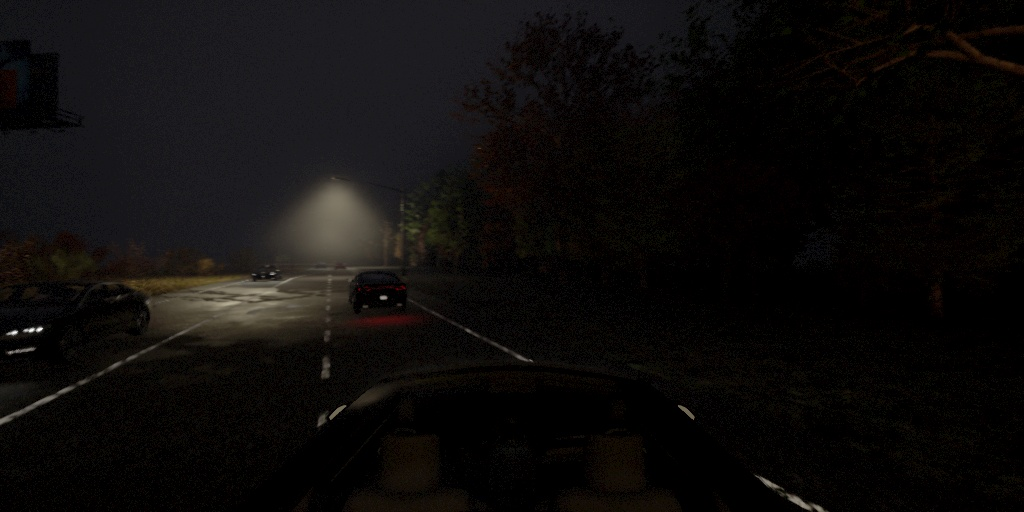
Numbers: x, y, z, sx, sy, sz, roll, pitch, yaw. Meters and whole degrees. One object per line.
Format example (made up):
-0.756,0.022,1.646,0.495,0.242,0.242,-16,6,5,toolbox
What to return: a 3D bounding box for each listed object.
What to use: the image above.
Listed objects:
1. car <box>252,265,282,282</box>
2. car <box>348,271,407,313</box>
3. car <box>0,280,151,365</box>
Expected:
-22.797,1.581,33.510,1.837,1.490,4.892,0,0,-26,car
-5.699,1.358,15.004,1.882,1.535,5.008,0,-1,-27,car
-9.888,1.302,7.784,2.128,1.511,4.902,0,-1,-27,car
